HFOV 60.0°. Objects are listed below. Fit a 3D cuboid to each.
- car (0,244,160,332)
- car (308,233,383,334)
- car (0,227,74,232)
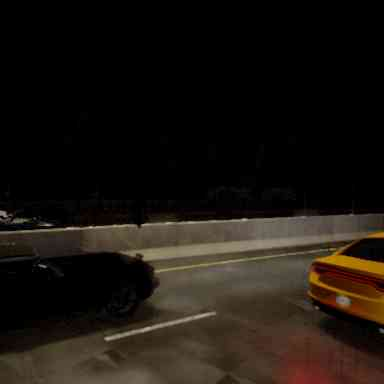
[{"bbox_3d":[-2.980,1.593,5.801,4.718,1.301,1.895,0,0,-34],"label":"car"},{"bbox_3d":[4.410,1.498,6.301,5.008,1.535,1.882,0,0,-31],"label":"car"},{"bbox_3d":[-6.415,1.548,12.103,4.181,1.385,1.994,0,0,-33],"label":"car"}]
